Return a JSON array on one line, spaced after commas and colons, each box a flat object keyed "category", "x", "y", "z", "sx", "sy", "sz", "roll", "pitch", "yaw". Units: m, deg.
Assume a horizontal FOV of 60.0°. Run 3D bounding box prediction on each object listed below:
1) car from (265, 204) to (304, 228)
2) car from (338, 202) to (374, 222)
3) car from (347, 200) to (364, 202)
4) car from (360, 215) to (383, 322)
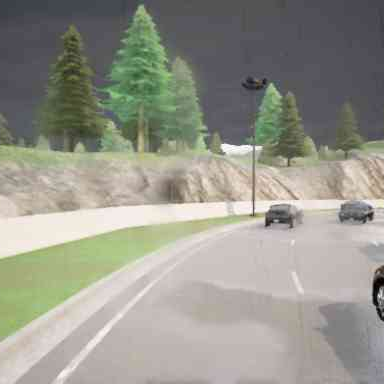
[{"category": "car", "x": 6.389, "y": 1.572, "z": 22.792, "sx": 1.837, "sy": 1.490, "sz": 4.892, "roll": 0, "pitch": 0, "yaw": 29}, {"category": "car", "x": 13.130, "y": 1.730, "z": 26.359, "sx": 1.895, "sy": 1.301, "sz": 4.718, "roll": 0, "pitch": 0, "yaw": 37}, {"category": "car", "x": 18.338, "y": 1.658, "z": 37.009, "sx": 5.008, "sy": 1.535, "sz": 1.882, "roll": 1, "pitch": 0, "yaw": -40}, {"category": "car", "x": 4.215, "y": 1.392, "z": 4.255, "sx": 2.097, "sy": 1.767, "sz": 4.553, "roll": 1, "pitch": 0, "yaw": 5}]
